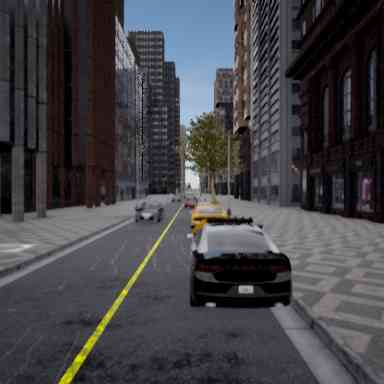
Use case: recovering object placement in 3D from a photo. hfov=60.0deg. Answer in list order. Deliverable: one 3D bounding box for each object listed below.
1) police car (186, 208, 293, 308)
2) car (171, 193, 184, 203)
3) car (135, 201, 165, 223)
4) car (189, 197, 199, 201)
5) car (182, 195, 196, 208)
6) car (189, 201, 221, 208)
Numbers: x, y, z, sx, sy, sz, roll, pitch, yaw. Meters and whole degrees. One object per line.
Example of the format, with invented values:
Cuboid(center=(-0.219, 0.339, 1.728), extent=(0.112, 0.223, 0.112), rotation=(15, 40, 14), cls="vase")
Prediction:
Cuboid(center=(0.899, 1.415, 8.115), extent=(1.930, 1.638, 5.238), rotation=(0, 0, 0), cls="police car")
Cuboid(center=(-3.045, 1.419, 65.517), extent=(1.837, 1.490, 4.892), rotation=(0, 0, 1), cls="car")
Cuboid(center=(-3.103, 1.460, 25.183), extent=(2.128, 1.511, 4.902), rotation=(0, 0, 0), cls="car")
Cuboid(center=(0.896, 1.425, 24.196), extent=(1.801, 1.575, 5.366), rotation=(0, 0, 0), cls="car")
Cuboid(center=(0.013, 1.505, 45.951), extent=(1.994, 1.385, 4.181), rotation=(0, 0, 1), cls="car")
Cuboid(center=(0.897, 1.455, 18.005), extent=(1.882, 1.535, 5.008), rotation=(0, 0, 0), cls="car")
